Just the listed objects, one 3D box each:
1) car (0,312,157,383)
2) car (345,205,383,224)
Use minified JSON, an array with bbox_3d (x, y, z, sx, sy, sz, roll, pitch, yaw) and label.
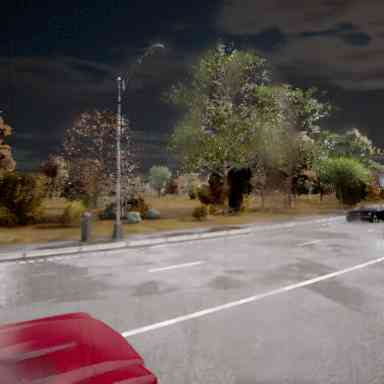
[{"bbox_3d":[-2.522,1.610,2.030,4.718,1.301,1.895,0,0,-35],"label":"car"},{"bbox_3d":[13.303,1.631,25.149,1.895,1.301,4.718,0,0,44],"label":"car"}]
